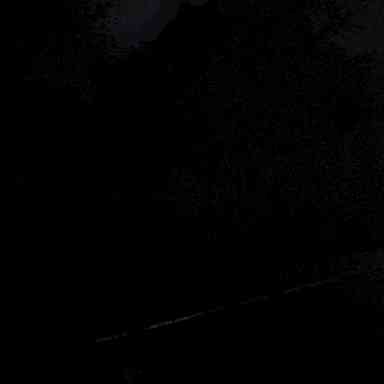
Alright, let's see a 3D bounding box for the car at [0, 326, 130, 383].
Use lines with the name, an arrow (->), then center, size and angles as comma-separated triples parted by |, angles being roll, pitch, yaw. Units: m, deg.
car -> -2.927, 1.544, 1.659 | 5.357, 1.411, 2.033 | 0, 0, -35
